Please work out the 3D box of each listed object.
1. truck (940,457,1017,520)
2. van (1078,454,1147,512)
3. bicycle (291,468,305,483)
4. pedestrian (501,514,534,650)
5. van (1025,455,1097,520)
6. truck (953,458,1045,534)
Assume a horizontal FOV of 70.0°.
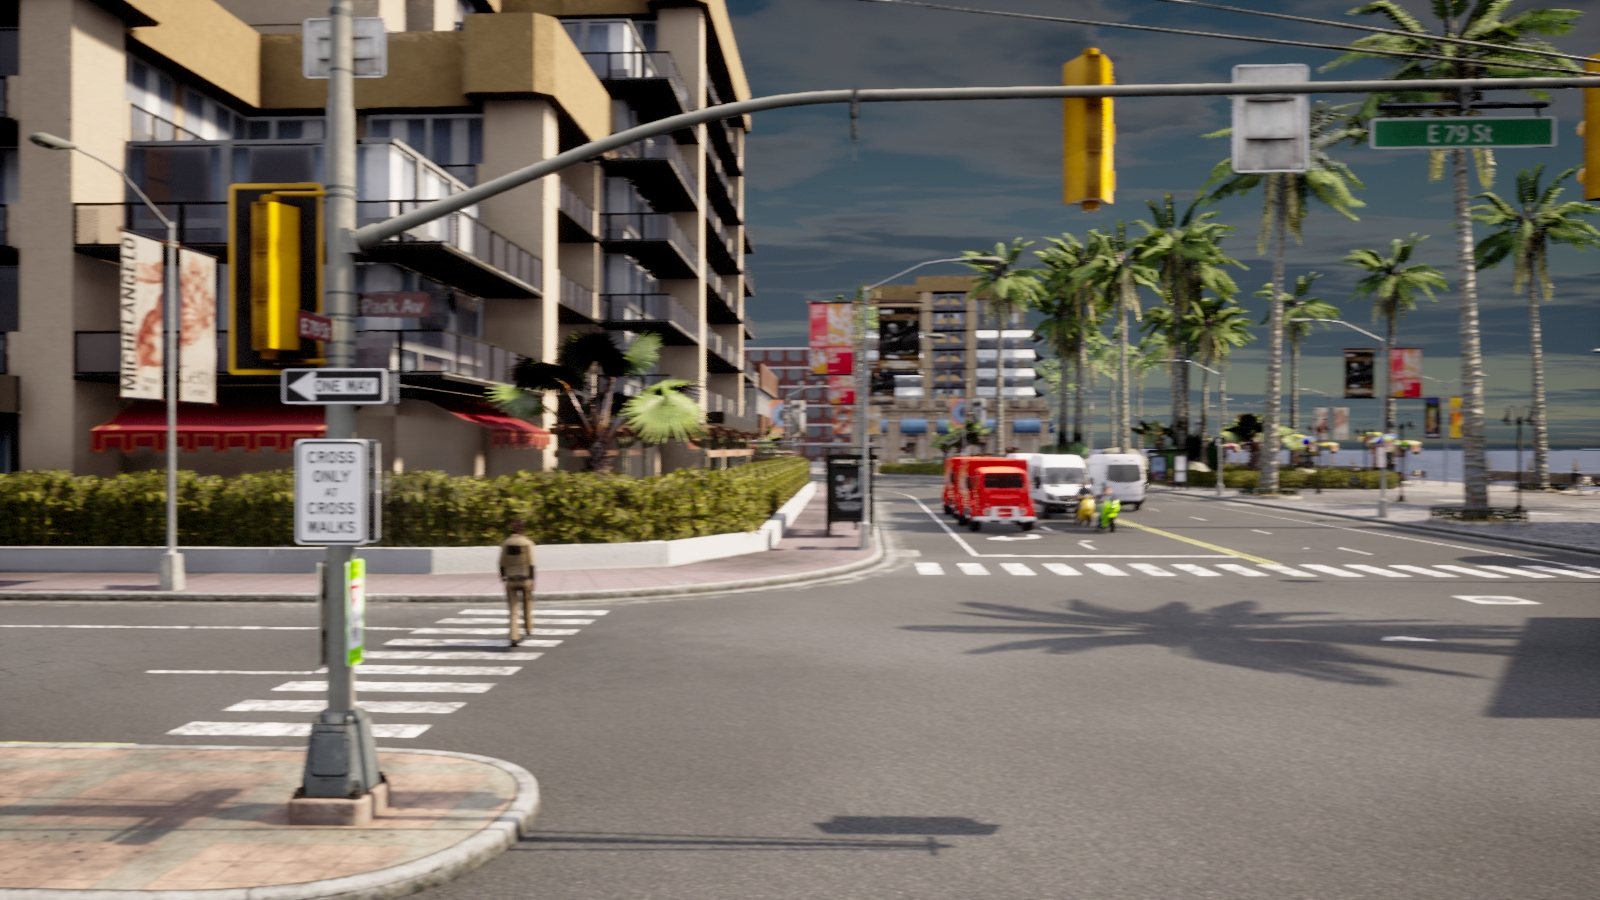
[{"bbox_3d":[7.314,1.526,47.471,2.627,2.467,5.204,0,0,3],"label":"truck"},{"bbox_3d":[14.705,1.484,54.119,1.988,2.561,5.915,0,0,3],"label":"van"},{"bbox_3d":[-42.196,2.143,96.102,0.329,1.171,1.835,0,0,1],"label":"bicycle"},{"bbox_3d":[-3.951,1.836,16.004,0.375,1.860,0.375,0,0,-2],"label":"pedestrian"},{"bbox_3d":[10.861,1.491,47.970,1.988,2.561,5.915,0,0,3],"label":"van"},{"bbox_3d":[6.948,1.529,40.542,2.627,2.467,5.204,0,0,3],"label":"truck"}]
